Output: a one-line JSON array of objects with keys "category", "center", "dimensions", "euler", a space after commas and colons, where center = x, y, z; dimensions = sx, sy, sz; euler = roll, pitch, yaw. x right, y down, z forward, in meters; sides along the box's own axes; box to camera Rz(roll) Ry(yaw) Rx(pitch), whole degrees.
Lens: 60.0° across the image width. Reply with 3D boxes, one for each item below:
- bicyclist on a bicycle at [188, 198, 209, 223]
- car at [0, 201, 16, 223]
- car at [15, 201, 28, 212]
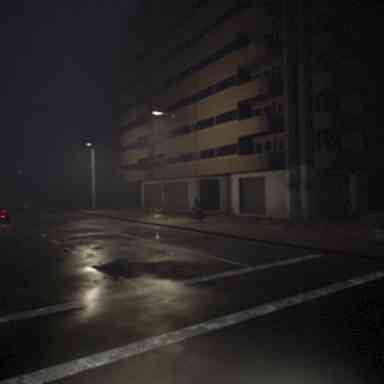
[{"category": "bicyclist on a bicycle", "center": [0.422, 1.235, 21.861], "dimensions": [1.656, 1.620, 0.582], "euler": [-2, 0, -34]}, {"category": "car", "center": [-16.196, 1.768, 27.427], "dimensions": [2.128, 1.511, 4.902], "euler": [-1, 0, -33]}, {"category": "car", "center": [-22.675, 1.909, 43.514], "dimensions": [2.033, 1.411, 5.357], "euler": [-1, 0, -33]}]
